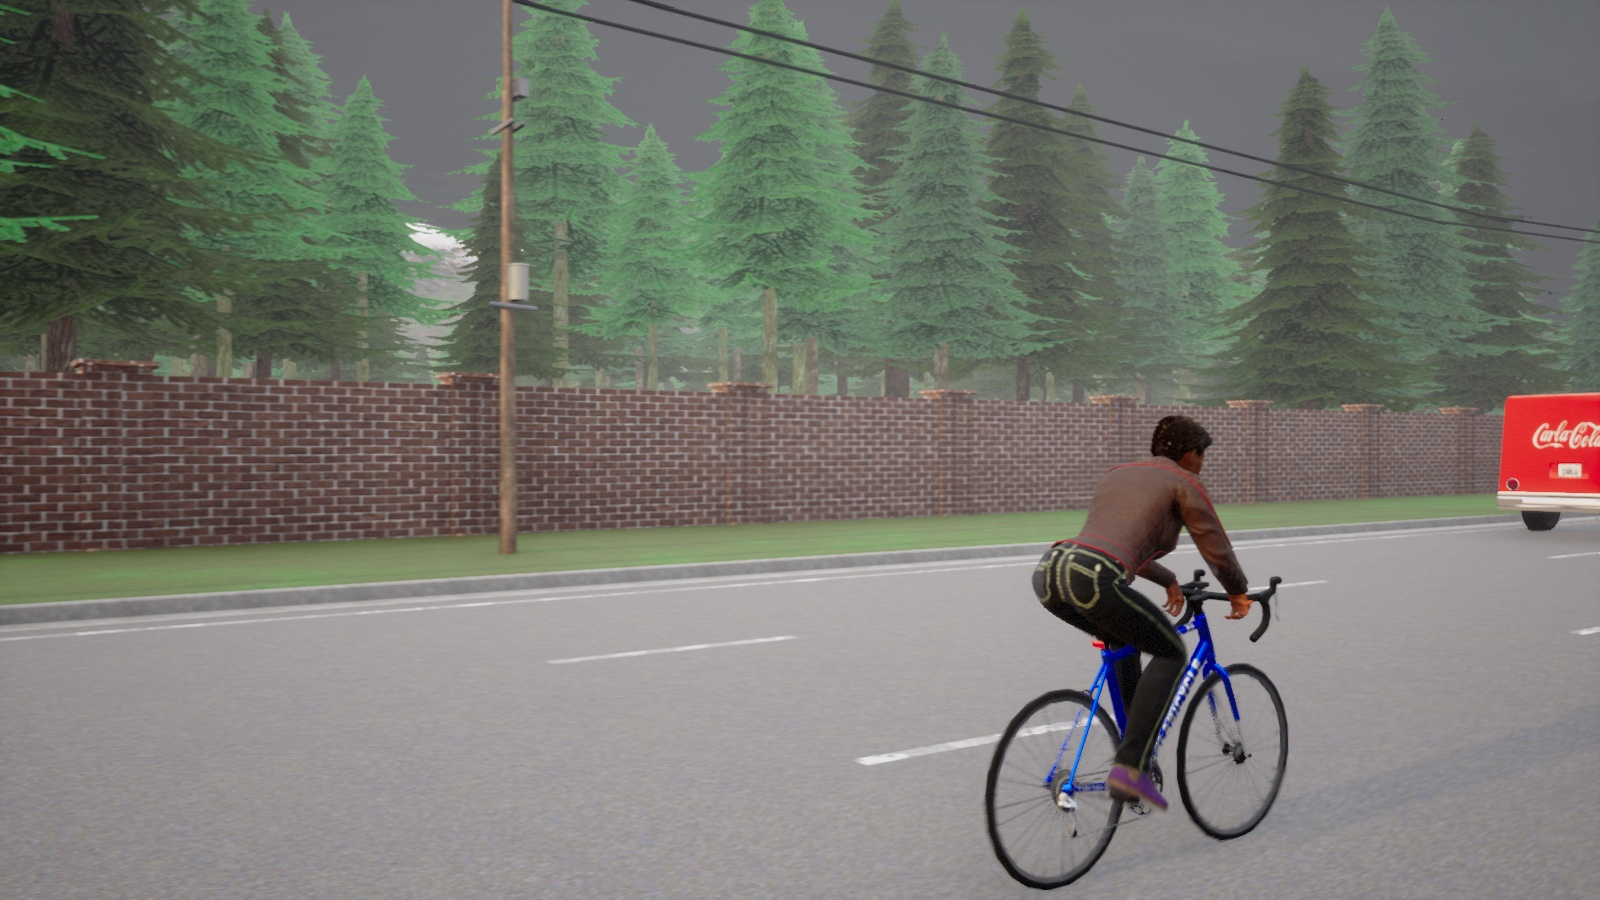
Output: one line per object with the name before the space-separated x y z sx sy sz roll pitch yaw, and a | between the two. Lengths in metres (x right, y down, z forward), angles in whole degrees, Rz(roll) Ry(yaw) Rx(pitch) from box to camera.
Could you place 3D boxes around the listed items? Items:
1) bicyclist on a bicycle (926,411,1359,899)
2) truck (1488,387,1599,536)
bicyclist on a bicycle | 1.281 0.692 4.551 1.656 1.620 0.582 0 0 -35
truck | 15.110 0.181 22.710 5.204 2.467 2.627 0 0 -35
